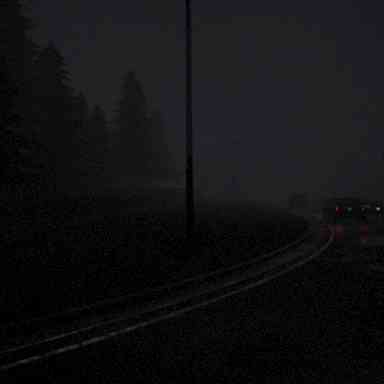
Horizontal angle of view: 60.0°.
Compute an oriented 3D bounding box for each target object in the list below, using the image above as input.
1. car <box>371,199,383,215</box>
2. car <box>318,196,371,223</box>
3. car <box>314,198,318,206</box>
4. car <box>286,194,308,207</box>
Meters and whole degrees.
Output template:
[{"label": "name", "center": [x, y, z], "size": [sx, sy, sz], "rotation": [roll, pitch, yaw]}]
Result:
[{"label": "car", "center": [14.983, 1.285, 28.150], "size": [1.994, 1.385, 4.181], "rotation": [0, 0, 9]}, {"label": "car", "center": [10.741, 1.136, 23.781], "size": [2.097, 1.767, 4.553], "rotation": [0, 0, 11]}, {"label": "car", "center": [17.102, 1.226, 42.946], "size": [1.895, 1.301, 4.718], "rotation": [0, 0, 8]}, {"label": "car", "center": [13.592, 1.006, 43.199], "size": [2.097, 1.767, 4.553], "rotation": [0, 0, 8]}]
